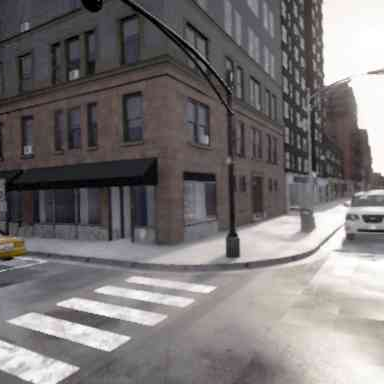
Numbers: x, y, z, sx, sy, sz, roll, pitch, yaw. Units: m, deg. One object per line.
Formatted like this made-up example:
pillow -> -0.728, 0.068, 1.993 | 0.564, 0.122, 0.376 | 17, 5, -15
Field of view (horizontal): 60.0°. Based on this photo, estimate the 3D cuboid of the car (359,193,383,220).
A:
car -> 13.547, 0.977, 24.304 | 2.097, 1.767, 4.553 | -2, 0, 30

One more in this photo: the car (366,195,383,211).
car -> 18.665, 1.026, 33.224 | 2.033, 1.411, 5.357 | -2, 0, 30

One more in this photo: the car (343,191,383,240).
car -> 8.435, 0.991, 15.403 | 2.150, 2.045, 5.566 | -2, 0, 30

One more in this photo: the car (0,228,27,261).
car -> -7.919, 1.753, 11.786 | 4.829, 1.417, 1.752 | -2, 0, 30
